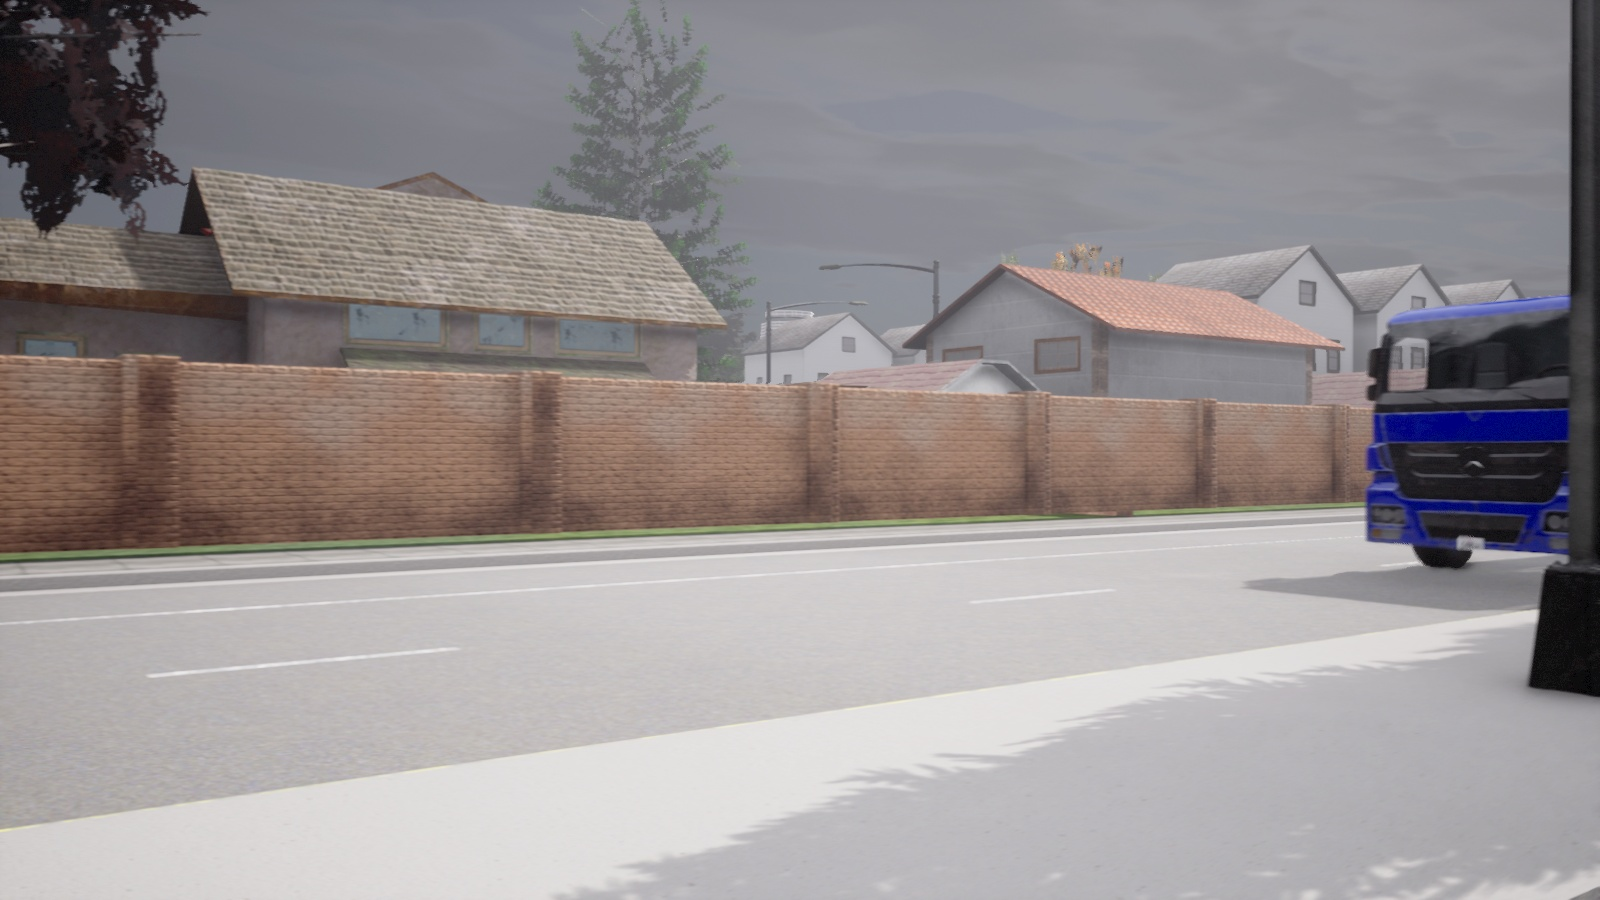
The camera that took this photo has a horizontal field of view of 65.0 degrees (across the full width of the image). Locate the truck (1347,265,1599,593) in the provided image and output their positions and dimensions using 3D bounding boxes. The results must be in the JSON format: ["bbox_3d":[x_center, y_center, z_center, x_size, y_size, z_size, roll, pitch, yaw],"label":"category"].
[{"bbox_3d":[10.903,-0.219,16.734,7.936,3.462,2.891,0,0,-35],"label":"truck"}]
